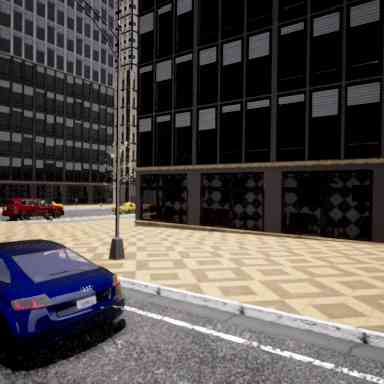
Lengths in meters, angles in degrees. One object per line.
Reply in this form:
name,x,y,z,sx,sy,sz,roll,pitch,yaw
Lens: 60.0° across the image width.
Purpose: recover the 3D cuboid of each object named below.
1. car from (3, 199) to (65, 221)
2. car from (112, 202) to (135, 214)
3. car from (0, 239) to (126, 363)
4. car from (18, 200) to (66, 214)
car,-13.778,1.514,29.147,2.192,1.841,5.009,1,0,36
car,-7.013,1.825,38.382,1.752,1.417,4.829,1,0,36
car,-3.181,1.560,5.935,4.181,1.385,1.994,0,0,34
car,-17.308,1.636,38.509,1.752,1.417,4.829,1,0,36
